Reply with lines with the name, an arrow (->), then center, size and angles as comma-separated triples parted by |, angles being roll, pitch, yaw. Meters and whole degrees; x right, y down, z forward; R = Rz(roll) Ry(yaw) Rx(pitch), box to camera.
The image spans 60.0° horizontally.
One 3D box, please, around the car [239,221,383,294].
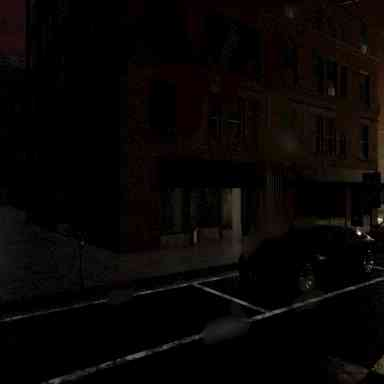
car -> 3.185, 1.565, 8.816 | 4.313, 1.339, 1.947 | 0, 0, -36
